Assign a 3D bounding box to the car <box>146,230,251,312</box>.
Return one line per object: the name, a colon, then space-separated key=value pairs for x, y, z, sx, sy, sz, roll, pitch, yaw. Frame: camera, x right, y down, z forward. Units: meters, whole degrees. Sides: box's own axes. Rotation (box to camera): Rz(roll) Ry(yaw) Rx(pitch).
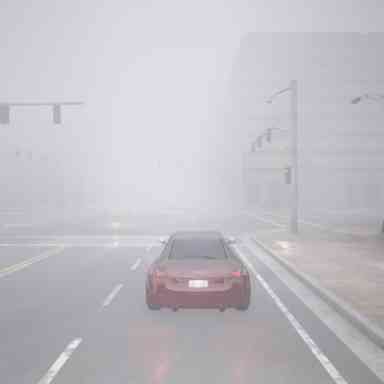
car: x=0.117 y=1.563 z=7.784 sx=1.994 sy=1.385 sz=4.181 roll=0 pitch=0 yaw=0
